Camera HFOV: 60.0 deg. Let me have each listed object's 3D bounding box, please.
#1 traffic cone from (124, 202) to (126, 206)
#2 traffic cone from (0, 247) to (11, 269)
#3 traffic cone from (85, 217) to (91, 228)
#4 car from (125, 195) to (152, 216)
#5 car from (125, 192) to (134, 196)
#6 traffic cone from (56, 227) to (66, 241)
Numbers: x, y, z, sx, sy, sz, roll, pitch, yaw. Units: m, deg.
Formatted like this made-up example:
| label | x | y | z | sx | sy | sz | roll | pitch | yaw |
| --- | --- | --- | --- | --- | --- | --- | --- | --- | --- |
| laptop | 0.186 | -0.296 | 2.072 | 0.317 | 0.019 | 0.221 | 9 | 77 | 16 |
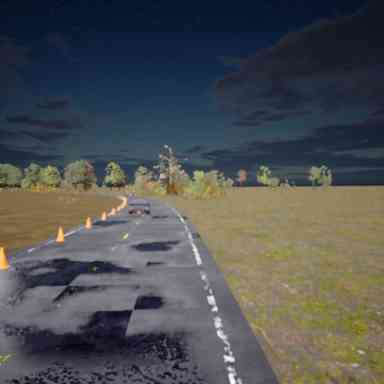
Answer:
| label | x | y | z | sx | sy | sz | roll | pitch | yaw |
| --- | --- | --- | --- | --- | --- | --- | --- | --- | --- |
| traffic cone | -8.169 | 1.568 | 39.191 | 0.340 | 0.580 | 0.340 | 0 | 1 | -8 |
| traffic cone | -5.453 | 1.877 | 9.569 | 0.340 | 0.580 | 0.340 | 0 | 1 | -3 |
| traffic cone | -6.066 | 1.773 | 19.495 | 0.340 | 0.580 | 0.340 | 0 | 1 | -4 |
| car | -4.571 | 1.250 | 29.521 | 2.033 | 1.411 | 5.357 | 0 | 1 | -6 |
| car | -15.573 | 0.629 | 83.199 | 2.128 | 1.511 | 4.902 | -1 | 1 | -17 |
| traffic cone | -5.734 | 1.825 | 14.533 | 0.340 | 0.580 | 0.340 | 0 | 1 | -4 |
